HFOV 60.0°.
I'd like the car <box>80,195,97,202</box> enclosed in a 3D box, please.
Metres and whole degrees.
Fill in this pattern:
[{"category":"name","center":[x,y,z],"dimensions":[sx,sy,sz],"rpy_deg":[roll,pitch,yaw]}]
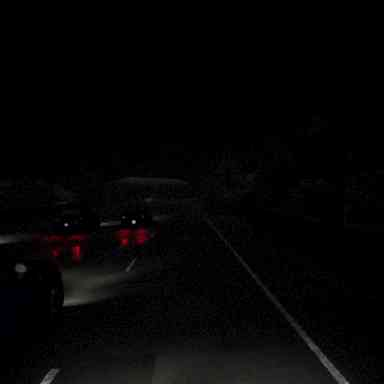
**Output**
[{"category":"car","center":[-22.682,1.600,73.632],"dimensions":[2.150,2.045,5.566],"rpy_deg":[-2,0,-1]}]

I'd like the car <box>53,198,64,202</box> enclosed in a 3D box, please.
[{"category":"car","center":[-29.776,1.869,77.758],"dimensions":[2.128,1.511,4.902],"rpy_deg":[-2,0,-1]}]

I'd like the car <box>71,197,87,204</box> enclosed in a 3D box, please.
[{"category":"car","center":[-26.266,1.897,77.443],"dimensions":[2.128,1.511,4.902],"rpy_deg":[-2,0,-1]}]

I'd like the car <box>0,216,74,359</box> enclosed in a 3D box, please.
[{"category":"car","center":[-3.445,1.448,4.451],"dimensions":[2.097,1.767,4.553],"rpy_deg":[-2,0,-1]}]

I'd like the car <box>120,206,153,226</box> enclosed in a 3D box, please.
[{"category":"car","center":[-3.905,1.685,24.243],"dimensions":[1.895,1.301,4.718],"rpy_deg":[-2,0,-1]}]

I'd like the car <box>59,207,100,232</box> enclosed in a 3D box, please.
[{"category":"car","center":[-7.343,1.710,21.554],"dimensions":[1.812,1.442,4.674],"rpy_deg":[-2,0,-1]}]

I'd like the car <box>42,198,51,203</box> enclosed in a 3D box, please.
[{"category":"car","center":[-33.262,2.068,77.279],"dimensions":[1.837,1.490,4.892],"rpy_deg":[-2,0,-1]}]
